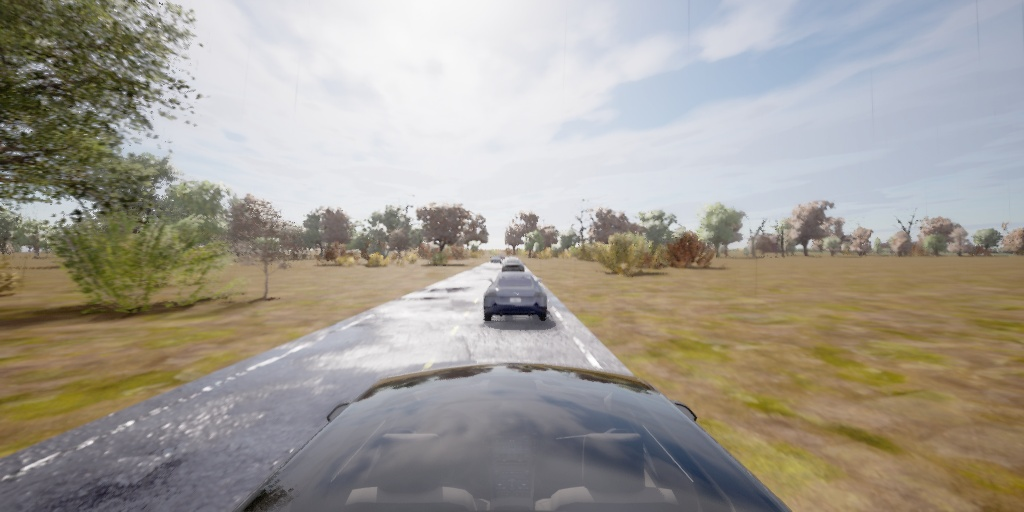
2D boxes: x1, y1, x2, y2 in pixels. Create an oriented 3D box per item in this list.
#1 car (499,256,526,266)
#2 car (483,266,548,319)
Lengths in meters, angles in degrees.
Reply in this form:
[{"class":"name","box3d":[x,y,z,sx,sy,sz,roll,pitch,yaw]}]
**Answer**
[{"class":"car","box3d":[0.097,0.995,29.955,1.837,1.490,4.892,0,1,0]},{"class":"car","box3d":[0.099,1.219,12.277,1.994,1.385,4.181,0,1,0]}]
